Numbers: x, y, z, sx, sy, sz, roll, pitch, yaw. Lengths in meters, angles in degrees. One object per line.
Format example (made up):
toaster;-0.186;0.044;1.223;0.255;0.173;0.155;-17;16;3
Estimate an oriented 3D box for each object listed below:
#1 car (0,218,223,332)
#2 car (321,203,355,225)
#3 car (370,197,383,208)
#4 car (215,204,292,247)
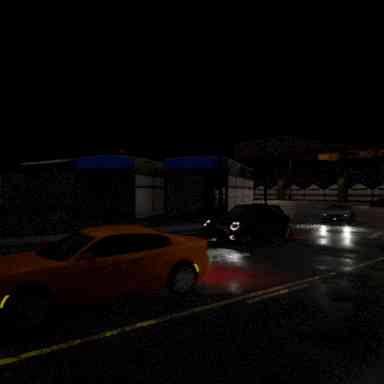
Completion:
car;-1.886;1.477;7.045;5.008;1.535;1.882;0;0;-38
car;10.793;1.526;24.344;1.812;1.442;4.674;0;0;31
car;26.576;1.477;45.782;1.882;1.535;5.008;0;0;-4
car;2.559;1.352;15.077;4.553;1.767;2.097;0;0;-43
